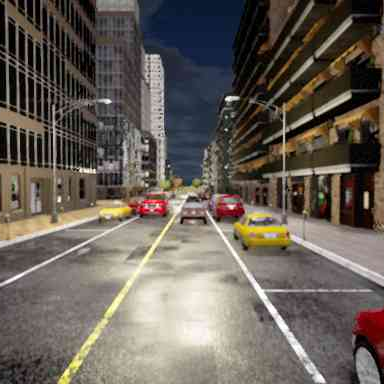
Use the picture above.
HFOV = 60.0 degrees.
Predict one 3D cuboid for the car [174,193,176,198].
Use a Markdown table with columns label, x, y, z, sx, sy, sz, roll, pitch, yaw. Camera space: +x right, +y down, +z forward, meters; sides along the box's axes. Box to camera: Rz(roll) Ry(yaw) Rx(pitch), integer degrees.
| label | x | y | z | sx | sy | sz | roll | pitch | yaw |
| --- | --- | --- | --- | --- | --- | --- | --- | --- | --- |
| car | -5.684 | 1.018 | 81.963 | 1.887 | 1.381 | 4.507 | -1 | 0 | 0 |

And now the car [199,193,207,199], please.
| label | x | y | z | sx | sy | sz | roll | pitch | yaw |
| --- | --- | --- | --- | --- | --- | --- | --- | --- | --- |
| car | 2.664 | 1.040 | 81.839 | 1.947 | 1.339 | 4.313 | -1 | 0 | 0 |

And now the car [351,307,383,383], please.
| label | x | y | z | sx | sy | sz | roll | pitch | yaw |
| --- | --- | --- | --- | --- | --- | --- | --- | --- | --- |
| car | 2.675 | 1.530 | 2.073 | 1.887 | 1.381 | 4.507 | -1 | 0 | 0 |

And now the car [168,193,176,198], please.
| label | x | y | z | sx | sy | sz | roll | pitch | yaw |
| --- | --- | --- | --- | --- | --- | --- | --- | --- | --- |
| car | -5.685 | 0.966 | 93.358 | 1.947 | 1.339 | 4.313 | -1 | 0 | 0 |

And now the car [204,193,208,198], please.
| label | x | y | z | sx | sy | sz | roll | pitch | yaw |
| --- | --- | --- | --- | --- | --- | --- | --- | --- | --- |
| car | 2.667 | 1.204 | 36.257 | 1.967 | 1.590 | 4.097 | -1 | 0 | 0 |

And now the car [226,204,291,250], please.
| label | x | y | z | sx | sy | sz | roll | pitch | yaw |
| --- | --- | --- | --- | --- | --- | --- | --- | --- | --- |
| car | 2.673 | 1.434 | 13.637 | 1.752 | 1.417 | 4.829 | -1 | 0 | 0 |

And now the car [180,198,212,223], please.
| label | x | y | z | sx | sy | sz | roll | pitch | yaw |
| --- | --- | --- | --- | --- | --- | --- | --- | --- | --- |
| car | 0.097 | 1.389 | 24.024 | 2.033 | 1.411 | 5.357 | 0 | 0 | 0 |

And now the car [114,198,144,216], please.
| label | x | y | z | sx | sy | sz | roll | pitch | yaw |
| --- | --- | --- | --- | --- | --- | --- | --- | --- | --- |
| car | -5.676 | 1.345 | 30.684 | 1.887 | 1.381 | 4.507 | -1 | 0 | 0 |

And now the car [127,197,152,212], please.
| label | x | y | z | sx | sy | sz | roll | pitch | yaw |
| --- | --- | --- | --- | --- | --- | --- | --- | --- | --- |
| car | -5.677 | 1.314 | 36.382 | 2.008 | 1.369 | 4.403 | -1 | 0 | 0 |

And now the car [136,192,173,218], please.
| label | x | y | z | sx | sy | sz | roll | pitch | yaw |
| --- | --- | --- | --- | --- | --- | --- | --- | --- | --- |
| car | -3.102 | 1.035 | 28.417 | 2.150 | 2.045 | 5.566 | 0 | 0 | 0 |

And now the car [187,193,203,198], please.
| label | x | y | z | sx | sy | sz | roll | pitch | yaw |
| --- | --- | --- | --- | --- | --- | --- | --- | --- | --- |
| car | 0.094 | 1.240 | 40.920 | 1.837 | 1.490 | 4.892 | 0 | 1 | 0 |

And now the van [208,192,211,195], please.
| label | x | y | z | sx | sy | sz | roll | pitch | yaw |
| --- | --- | --- | --- | --- | --- | --- | --- | --- | --- |
| van | 2.666 | 1.142 | 30.559 | 1.690 | 1.788 | 3.998 | -1 | 0 | 0 |

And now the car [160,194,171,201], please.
| label | x | y | z | sx | sy | sz | roll | pitch | yaw |
| --- | --- | --- | --- | --- | --- | --- | --- | --- | --- |
| car | -5.682 | 1.112 | 70.568 | 1.947 | 1.339 | 4.313 | -1 | 0 | 0 |

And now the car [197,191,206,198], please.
| label | x | y | z | sx | sy | sz | roll | pitch | yaw |
| --- | --- | --- | --- | --- | --- | --- | --- | --- | --- |
| car | 2.657 | 0.716 | 93.233 | 2.192 | 1.841 | 5.009 | -1 | 0 | 0 |

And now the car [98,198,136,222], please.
| label | x | y | z | sx | sy | sz | roll | pitch | yaw |
| --- | --- | --- | --- | --- | --- | --- | --- | --- | --- |
| car | -5.676 | 1.363 | 24.816 | 1.752 | 1.417 | 4.829 | -1 | 0 | 0 |

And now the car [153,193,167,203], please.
| label | x | y | z | sx | sy | sz | roll | pitch | yaw |
| --- | --- | --- | --- | --- | --- | --- | --- | --- | --- |
| car | -5.683 | 1.059 | 59.171 | 1.967 | 1.590 | 4.097 | -1 | 0 | 0 |

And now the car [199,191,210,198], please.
| label | x | y | z | sx | sy | sz | roll | pitch | yaw |
| --- | --- | --- | --- | --- | --- | --- | --- | --- | --- |
| car | 2.662 | 0.934 | 59.046 | 2.192 | 1.841 | 5.009 | -1 | 0 | 0 |

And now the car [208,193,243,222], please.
| label | x | y | z | sx | sy | sz | roll | pitch | yaw |
| --- | --- | --- | --- | --- | --- | --- | --- | --- | --- |
| car | 2.666 | 1.152 | 24.861 | 2.192 | 1.841 | 5.009 | -1 | 0 | 0 |

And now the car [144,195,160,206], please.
| label | x | y | z | sx | sy | sz | roll | pitch | yaw |
| --- | --- | --- | --- | --- | --- | --- | --- | --- | --- |
| car | -5.679 | 1.218 | 47.607 | 1.752 | 1.417 | 4.829 | -1 | 0 | 0 |
